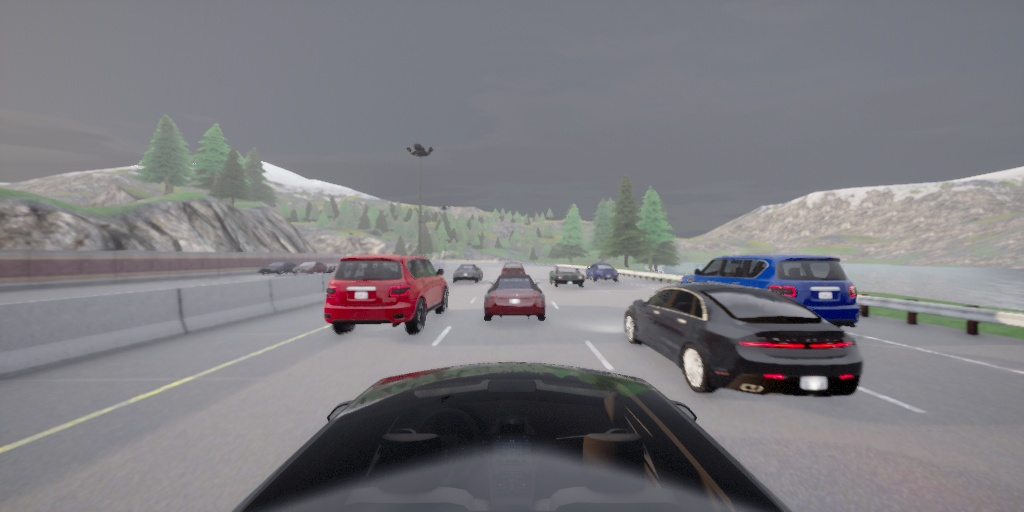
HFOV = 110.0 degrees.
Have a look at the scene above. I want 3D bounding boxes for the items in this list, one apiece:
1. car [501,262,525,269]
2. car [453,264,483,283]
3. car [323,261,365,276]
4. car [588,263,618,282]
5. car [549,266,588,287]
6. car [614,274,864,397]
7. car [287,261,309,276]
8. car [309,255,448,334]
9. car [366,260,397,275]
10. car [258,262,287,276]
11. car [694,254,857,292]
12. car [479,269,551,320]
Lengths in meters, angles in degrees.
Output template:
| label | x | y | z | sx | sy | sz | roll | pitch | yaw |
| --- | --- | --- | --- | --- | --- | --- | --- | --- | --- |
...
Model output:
| label | x | y | z | sx | sy | sz | roll | pitch | yaw |
| --- | --- | --- | --- | --- | --- | --- | --- | --- | --- |
| car | 0.090 | 1.232 | 29.696 | 1.882 | 1.535 | 5.008 | 0 | 0 | 0 |
| car | -3.413 | 1.319 | 28.345 | 1.994 | 1.385 | 4.181 | 0 | 0 | 0 |
| car | -17.723 | 1.304 | 38.154 | 2.033 | 1.411 | 5.357 | 0 | 0 | -2 |
| car | 7.086 | 1.280 | 28.602 | 1.812 | 1.442 | 4.674 | 0 | 0 | 0 |
| car | 3.578 | 1.355 | 24.263 | 1.895 | 1.301 | 4.718 | 0 | 0 | 0 |
| car | 3.567 | 1.255 | 6.651 | 1.837 | 1.490 | 4.892 | 0 | 0 | 0 |
| car | -21.248 | 1.283 | 37.959 | 1.812 | 1.442 | 4.674 | 0 | 0 | -2 |
| car | -3.412 | 0.975 | 10.817 | 2.150 | 2.045 | 5.566 | 0 | 0 | 0 |
| car | -14.317 | 1.263 | 39.625 | 1.837 | 1.490 | 4.892 | 0 | 0 | -2 |
| car | -24.744 | 1.305 | 38.547 | 2.033 | 1.411 | 5.357 | 0 | 0 | -2 |
| car | 7.086 | 0.974 | 10.778 | 2.150 | 2.045 | 5.566 | 0 | 0 | 0 |
| car | 0.088 | 1.316 | 12.718 | 1.994 | 1.385 | 4.181 | 0 | 0 | 0 |
